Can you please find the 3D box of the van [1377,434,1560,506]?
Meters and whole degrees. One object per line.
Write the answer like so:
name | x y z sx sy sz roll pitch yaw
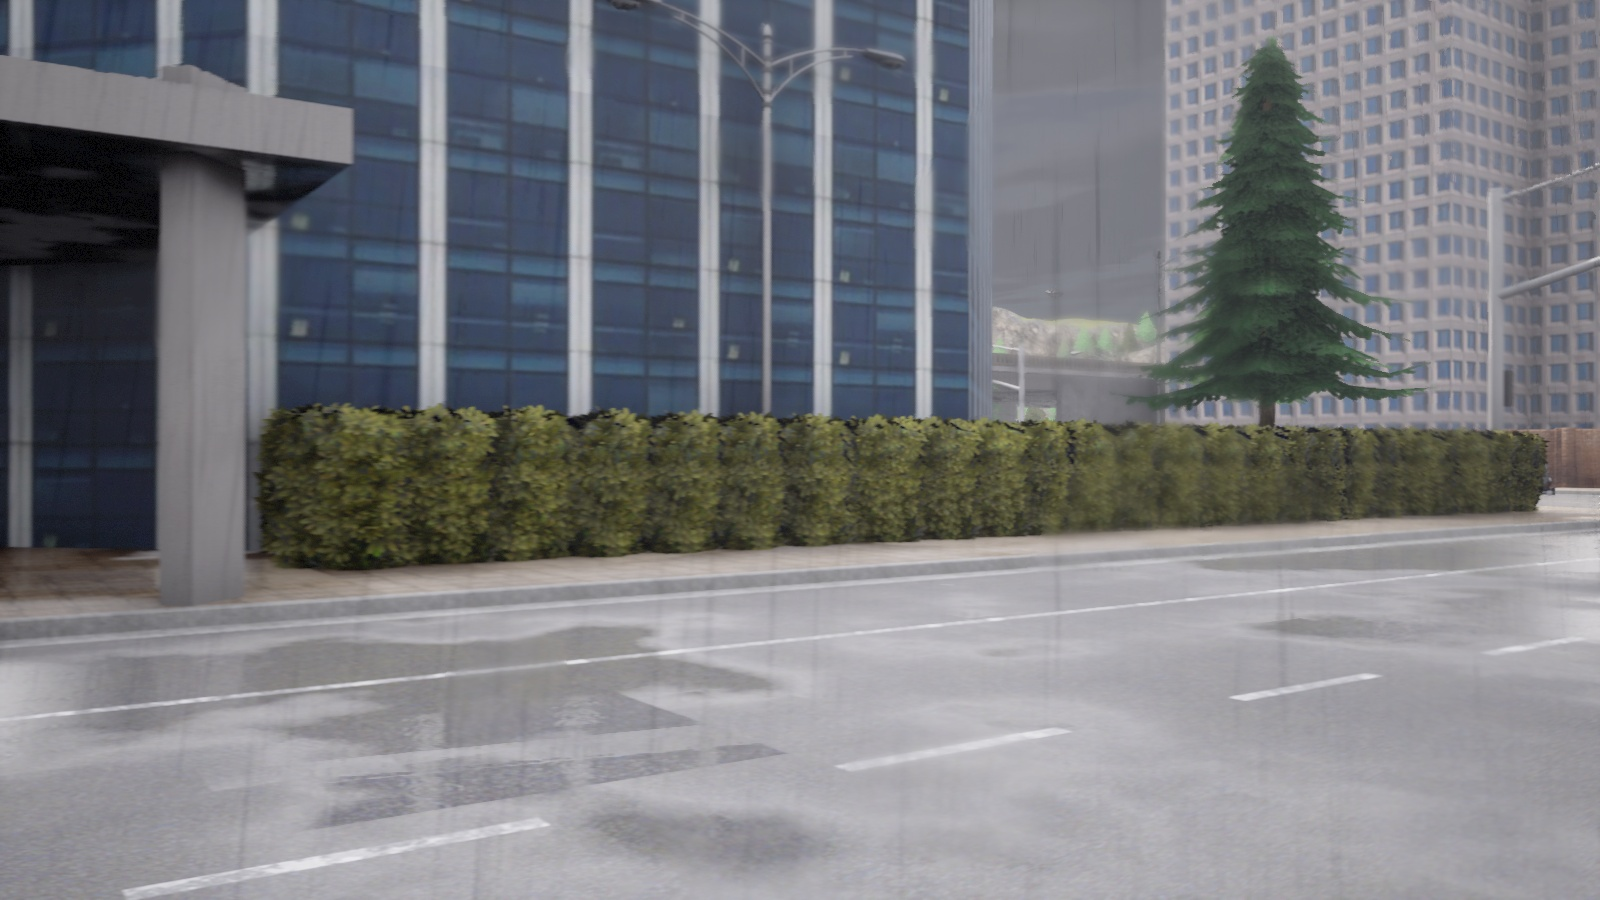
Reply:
van | 19.597 0.547 36.985 1.775 1.987 4.442 0 0 -34
